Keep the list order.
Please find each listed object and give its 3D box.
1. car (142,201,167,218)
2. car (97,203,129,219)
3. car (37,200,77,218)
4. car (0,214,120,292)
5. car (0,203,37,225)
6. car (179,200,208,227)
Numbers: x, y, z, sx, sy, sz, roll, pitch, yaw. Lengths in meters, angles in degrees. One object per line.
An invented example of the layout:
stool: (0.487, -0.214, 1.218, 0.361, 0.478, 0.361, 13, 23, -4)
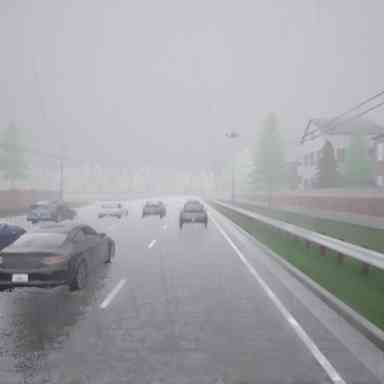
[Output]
car: (-3.401, 1.549, 30.654, 2.128, 1.511, 4.902, 0, 0, 0)
car: (-6.901, 1.656, 29.529, 1.895, 1.301, 4.718, 0, 0, 0)
car: (-10.401, 1.594, 25.070, 2.033, 1.411, 5.357, 0, 0, 0)
car: (-3.414, 1.542, 8.896, 1.812, 1.442, 4.674, 0, 0, 0)
car: (-6.902, 1.371, 10.086, 2.097, 1.767, 4.553, 0, 0, 0)
car: (0.099, 1.535, 23.155, 2.128, 1.511, 4.902, 0, 0, 0)
